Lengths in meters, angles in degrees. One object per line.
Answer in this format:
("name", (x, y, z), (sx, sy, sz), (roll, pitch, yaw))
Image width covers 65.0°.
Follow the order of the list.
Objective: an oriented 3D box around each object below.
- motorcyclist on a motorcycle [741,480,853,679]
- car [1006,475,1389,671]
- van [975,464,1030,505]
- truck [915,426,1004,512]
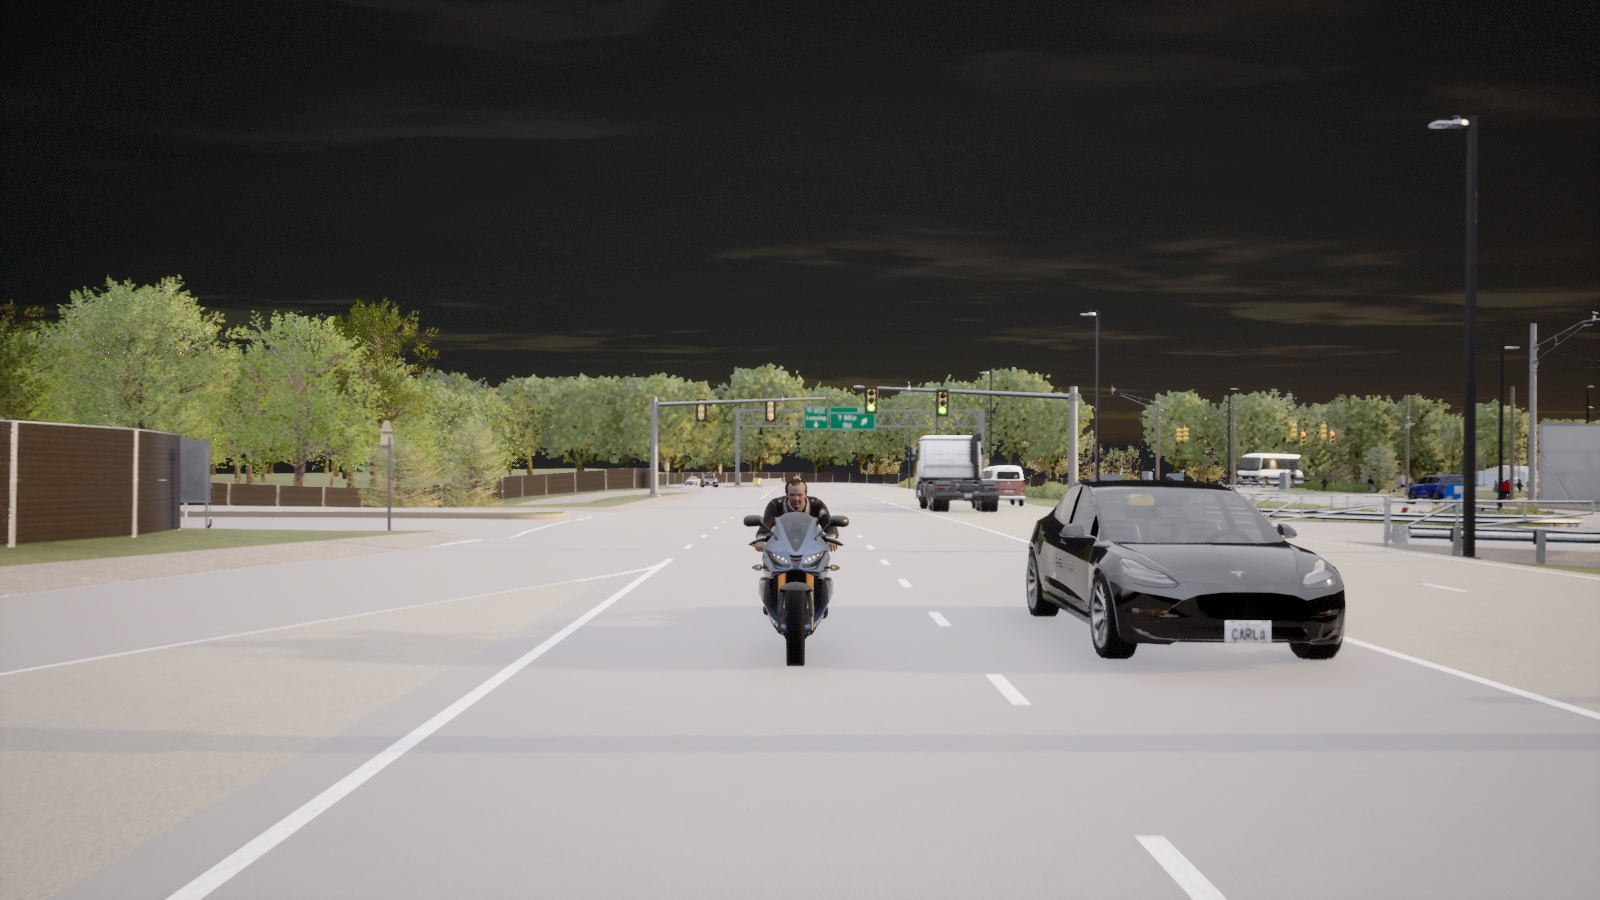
("motorcyclist on a motorcycle", (-0.026, 1.030, 10.878), (0.866, 1.530, 2.191), (0, -1, 0))
("car", (3.471, 1.002, 12.123), (2.163, 1.488, 4.792), (0, -1, 0))
("van", (10.346, 1.743, 64.367), (2.069, 2.038, 4.480), (0, -1, 0))
("truck", (6.864, 0.863, 55.250), (2.891, 3.462, 7.936), (0, -1, 0))
